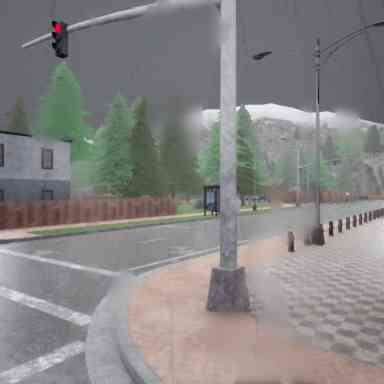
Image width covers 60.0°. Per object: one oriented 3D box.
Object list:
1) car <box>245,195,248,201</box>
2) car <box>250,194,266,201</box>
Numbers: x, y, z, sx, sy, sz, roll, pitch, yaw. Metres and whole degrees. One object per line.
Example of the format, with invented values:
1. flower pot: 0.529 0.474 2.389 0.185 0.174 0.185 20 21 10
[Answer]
1. car: 13.046 1.146 77.459 1.905 1.878 3.866 0 0 36
2. car: 15.311 1.144 76.300 1.932 1.855 4.605 0 0 36
